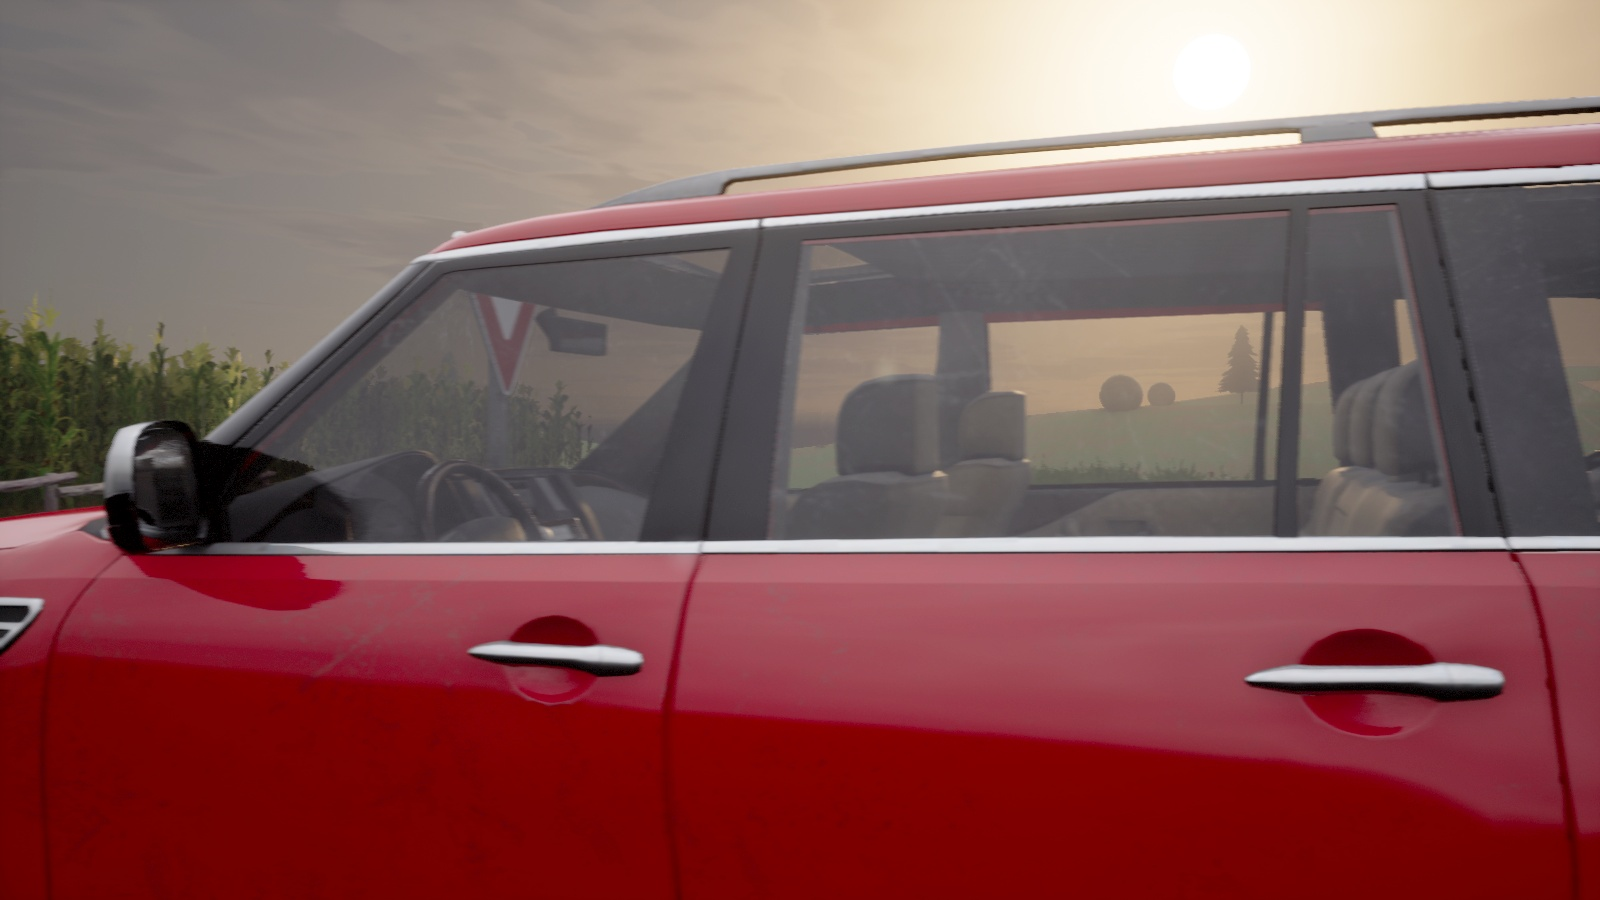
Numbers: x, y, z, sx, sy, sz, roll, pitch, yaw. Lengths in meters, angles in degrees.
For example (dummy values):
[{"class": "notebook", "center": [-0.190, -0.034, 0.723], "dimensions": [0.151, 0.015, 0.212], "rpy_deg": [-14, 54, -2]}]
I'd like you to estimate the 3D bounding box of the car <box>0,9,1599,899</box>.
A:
[{"class": "car", "center": [0.051, 0.498, 2.862], "dimensions": [5.566, 2.045, 2.150], "rpy_deg": [1, 1, 19]}]
